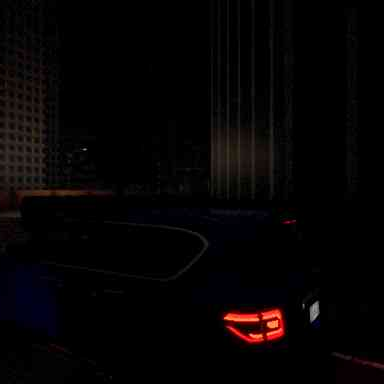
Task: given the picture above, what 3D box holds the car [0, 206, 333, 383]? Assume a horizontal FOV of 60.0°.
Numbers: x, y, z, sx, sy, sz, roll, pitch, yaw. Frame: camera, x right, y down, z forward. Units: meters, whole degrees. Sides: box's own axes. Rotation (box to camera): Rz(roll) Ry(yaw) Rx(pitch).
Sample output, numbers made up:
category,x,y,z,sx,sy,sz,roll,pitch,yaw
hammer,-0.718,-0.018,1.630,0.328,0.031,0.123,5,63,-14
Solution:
category,x,y,z,sx,sy,sz,roll,pitch,yaw
car,-1.021,1.221,4.715,5.566,2.045,2.150,0,0,35
